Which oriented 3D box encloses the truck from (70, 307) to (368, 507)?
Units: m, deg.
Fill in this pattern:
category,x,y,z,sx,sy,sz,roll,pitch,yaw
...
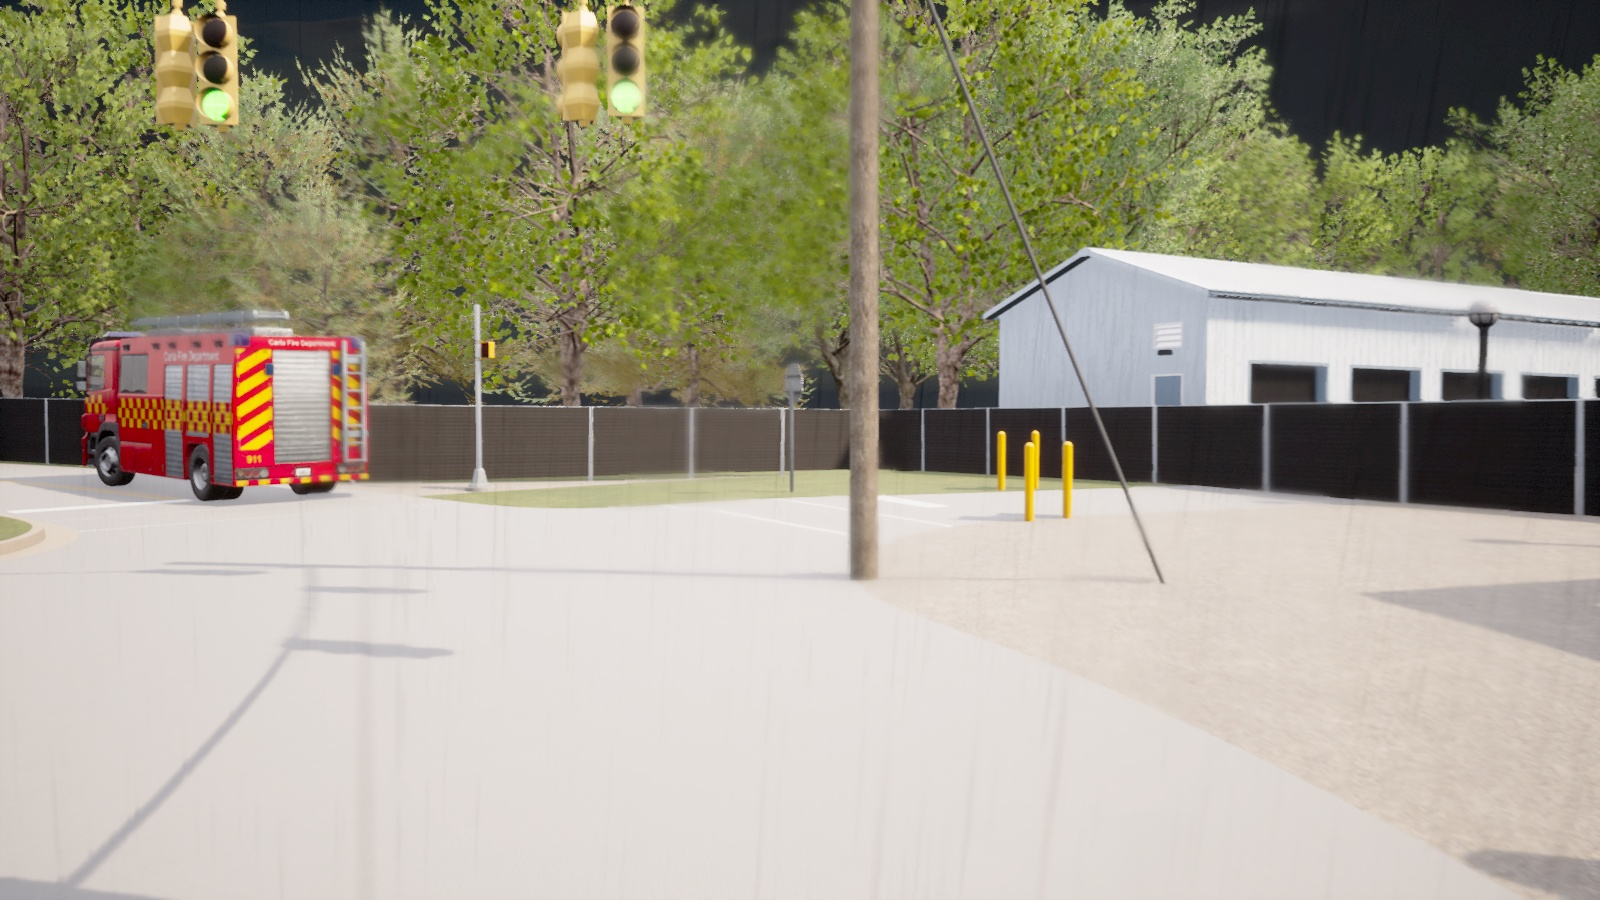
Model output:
category,x,y,z,sx,sy,sz,roll,pitch,yaw
truck,-13.135,-1.049,27.955,8.468,3.827,2.891,3,4,42
